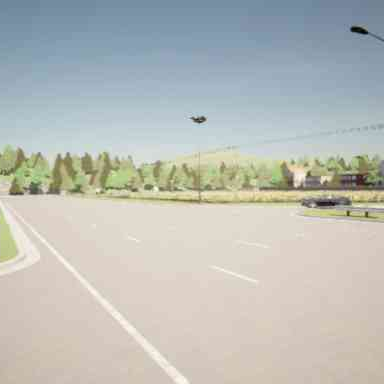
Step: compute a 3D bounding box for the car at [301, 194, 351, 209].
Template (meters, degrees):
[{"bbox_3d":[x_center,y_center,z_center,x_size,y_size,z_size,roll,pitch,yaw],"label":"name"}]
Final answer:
[{"bbox_3d":[13.876,0.980,34.592,4.902,1.511,2.128,-1,1,7],"label":"car"}]
